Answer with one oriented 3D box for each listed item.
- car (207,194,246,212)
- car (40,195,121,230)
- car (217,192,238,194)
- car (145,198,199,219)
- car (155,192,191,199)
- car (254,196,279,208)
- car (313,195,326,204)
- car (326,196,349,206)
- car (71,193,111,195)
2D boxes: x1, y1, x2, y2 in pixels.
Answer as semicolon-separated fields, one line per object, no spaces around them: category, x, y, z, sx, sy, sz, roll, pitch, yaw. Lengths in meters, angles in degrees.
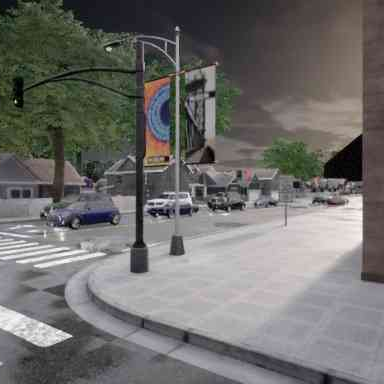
car;3.989;1.287;35.715;1.882;1.535;5.008;0;0;35
car;-6.690;1.263;20.797;2.097;1.767;4.553;0;0;35
car;4.083;1.004;41.412;2.150;2.045;5.566;0;0;35
car;-1.463;1.462;28.114;1.895;1.301;4.718;0;0;36
car;-2.174;1.063;32.683;2.150;2.045;5.566;0;0;35
car;9.788;1.248;43.778;2.128;1.511;4.902;0;0;36
car;20.753;1.193;53.233;1.837;1.490;4.892;0;0;36
car;21.649;1.268;48.901;1.994;1.385;4.181;0;0;36
car;-8.167;1.120;24.373;2.150;2.045;5.566;0;0;34
